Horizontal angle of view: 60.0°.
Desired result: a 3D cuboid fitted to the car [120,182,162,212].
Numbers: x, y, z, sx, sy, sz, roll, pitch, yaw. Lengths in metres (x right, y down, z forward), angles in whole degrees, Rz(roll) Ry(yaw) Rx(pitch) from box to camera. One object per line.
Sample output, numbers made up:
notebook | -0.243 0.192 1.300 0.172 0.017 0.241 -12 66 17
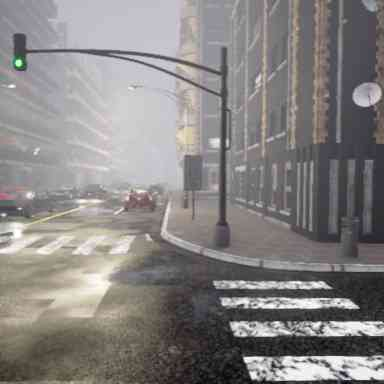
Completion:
car | -3.246 0.359 21.776 1.967 1.590 4.097 1 2 -3

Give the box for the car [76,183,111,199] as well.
car | -9.702 -0.045 33.117 1.994 1.385 4.181 0 2 -4

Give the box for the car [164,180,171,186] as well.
car | -6.605 -2.423 89.608 1.947 1.339 4.313 1 2 -3

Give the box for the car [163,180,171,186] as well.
car | -6.334 -2.205 83.953 1.887 1.381 4.507 1 2 -3

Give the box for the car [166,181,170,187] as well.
car | -4.711 -0.757 50.036 1.887 1.381 4.507 1 2 -3

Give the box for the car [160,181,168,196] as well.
car | -4.170 -0.248 38.731 1.947 1.339 4.313 1 2 -3

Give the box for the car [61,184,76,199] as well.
car | -12.270 -0.056 32.674 2.008 1.369 4.403 1 2 -3

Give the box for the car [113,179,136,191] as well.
car | -10.526 -0.890 52.341 2.033 1.411 5.357 0 2 -3

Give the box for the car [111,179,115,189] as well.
car | -13.620 -1.508 60.929 2.192 1.841 5.009 1 2 -3

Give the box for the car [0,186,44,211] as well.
car | -11.878 0.374 22.588 1.887 1.381 4.507 1 2 -3

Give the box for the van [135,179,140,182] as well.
van | -14.973 -2.684 89.195 1.690 1.788 3.998 1 2 -3

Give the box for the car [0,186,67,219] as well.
car | -8.993 0.578 18.320 2.033 1.411 5.357 0 2 -3

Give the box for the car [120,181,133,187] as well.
car | -14.163 -1.755 72.245 2.008 1.369 4.403 1 2 -3

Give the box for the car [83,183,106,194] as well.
car | -12.811 -0.528 43.981 1.947 1.339 4.313 1 2 -3
